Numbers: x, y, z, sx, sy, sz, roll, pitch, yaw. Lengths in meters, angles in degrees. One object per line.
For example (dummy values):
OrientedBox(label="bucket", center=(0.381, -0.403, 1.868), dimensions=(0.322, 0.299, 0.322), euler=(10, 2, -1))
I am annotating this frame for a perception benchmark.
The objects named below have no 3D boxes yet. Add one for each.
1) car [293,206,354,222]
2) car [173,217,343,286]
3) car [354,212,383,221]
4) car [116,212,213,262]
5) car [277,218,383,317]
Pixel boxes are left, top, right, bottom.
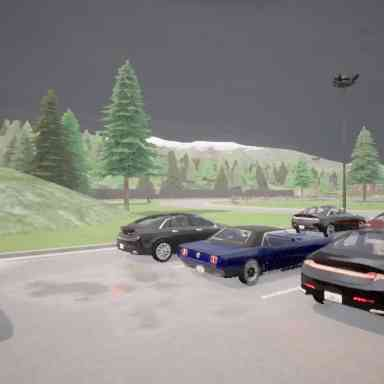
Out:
OrientedBox(label="car", center=(7.299, 1.491, 17.530), dimensions=(4.902, 1.511, 2.128), euler=(0, 0, -35))
OrientedBox(label="car", center=(2.022, 1.601, 9.478), dimensions=(4.718, 1.301, 1.895), euler=(0, 0, -35))
OrientedBox(label="car", center=(9.442, 1.526, 14.759), dimensions=(4.674, 1.442, 1.812), euler=(0, 0, -35))
OrientedBox(label="car", center=(-0.290, 1.505, 12.129), dimensions=(4.892, 1.490, 1.837), euler=(0, 0, -35))
OrientedBox(label="car", center=(4.247, 1.489, 6.767), dimensions=(4.902, 1.511, 2.128), euler=(0, 0, -35))
